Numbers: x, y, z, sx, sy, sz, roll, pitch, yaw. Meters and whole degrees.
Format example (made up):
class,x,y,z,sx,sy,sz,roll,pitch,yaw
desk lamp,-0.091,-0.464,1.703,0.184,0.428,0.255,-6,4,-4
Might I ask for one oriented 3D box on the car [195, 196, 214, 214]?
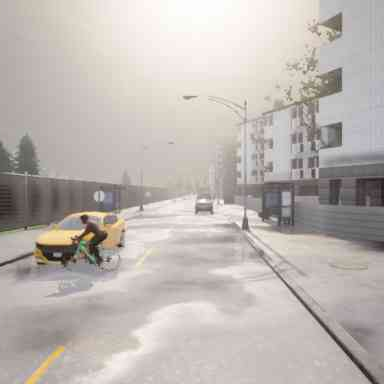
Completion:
class,x,y,z,sx,sy,sz,roll,pitch,yaw
car,1.308,1.492,35.900,2.128,1.511,4.902,0,0,2

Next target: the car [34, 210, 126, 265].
class,x,y,z,sx,sy,sz,roll,pitch,yaw
car,-3.720,1.478,11.906,1.882,1.535,5.008,0,1,2

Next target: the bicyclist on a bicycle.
class,x,y,z,sx,sy,sz,roll,pitch,yaw
bicyclist on a bicycle,-2.843,1.454,9.361,1.656,1.620,0.582,-2,0,2

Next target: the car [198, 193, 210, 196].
class,x,y,z,sx,sy,sz,roll,pitch,yaw
car,1.749,1.221,48.485,2.150,2.045,5.566,0,0,2
